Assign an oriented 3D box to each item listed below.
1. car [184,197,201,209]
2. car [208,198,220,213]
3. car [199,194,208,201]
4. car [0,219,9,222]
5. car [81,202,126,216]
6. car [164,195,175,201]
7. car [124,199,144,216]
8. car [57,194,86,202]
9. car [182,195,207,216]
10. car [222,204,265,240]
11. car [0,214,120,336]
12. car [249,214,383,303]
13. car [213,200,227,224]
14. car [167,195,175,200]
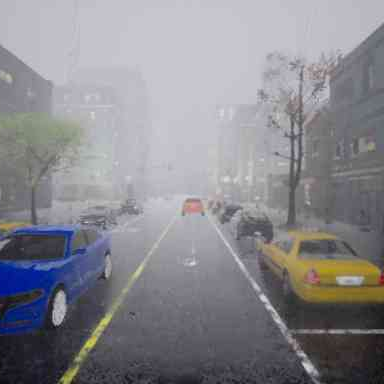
[{"bbox_3d":[0.103,1.416,44.450,2.128,1.511,4.902,0,0,0],"label":"car"},{"bbox_3d":[2.829,1.524,32.893,1.802,1.307,4.206,0,0,0],"label":"car"},{"bbox_3d":[2.815,1.322,79.366,1.967,1.590,4.097,0,0,0],"label":"car"},{"bbox_3d":[-5.752,1.507,9.739,1.752,1.417,4.829,1,0,0],"label":"car"},{"bbox_3d":[-5.805,1.512,20.974,2.008,1.369,4.403,1,0,0],"label":"car"},{"bbox_3d":[-5.768,1.426,80.588,1.887,1.381,4.507,0,0,0],"label":"car"},{"bbox_3d":[-5.809,1.384,31.793,1.967,1.590,4.097,0,0,0],"label":"car"},{"bbox_3d":[-19.992,1.071,55.232,4.507,1.381,1.887,1,-2,-1],"label":"car"},{"bbox_3d":[0.102,1.295,32.306,2.097,1.767,4.553,0,0,0],"label":"car"},{"bbox_3d":[2.799,1.520,16.347,2.008,1.369,4.403,0,0,0],"label":"car"},{"bbox_3d":[-3.080,1.464,7.049,1.882,1.535,5.008,0,0,0],"label":"car"},{"bbox_3d":[2.758,1.510,8.126,1.752,1.417,4.829,0,0,0],"label":"car"},{"bbox_3d":[2.828,1.522,23.892,1.947,1.339,4.313,0,0,0],"label":"car"},{"bbox_3d":[-5.676,1.424,90.691,2.008,1.369,4.403,0,0,0],"label":"car"}]
